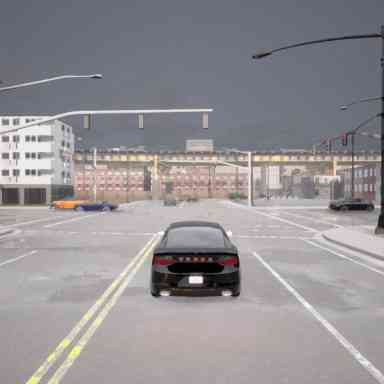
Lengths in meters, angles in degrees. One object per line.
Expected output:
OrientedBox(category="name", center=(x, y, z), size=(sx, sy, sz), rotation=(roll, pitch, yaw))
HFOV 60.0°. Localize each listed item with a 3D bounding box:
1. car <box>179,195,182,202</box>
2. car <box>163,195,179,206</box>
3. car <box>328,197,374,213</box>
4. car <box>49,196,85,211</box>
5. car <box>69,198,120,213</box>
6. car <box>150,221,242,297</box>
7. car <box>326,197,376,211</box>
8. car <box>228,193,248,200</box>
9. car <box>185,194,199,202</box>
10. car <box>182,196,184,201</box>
OrientedBox(category="car", center=(-3.545, 1.478, 64.061), size=(1.882, 1.535, 5.008), rotation=(0, 0, 1))
OrientedBox(category="car", center=(-3.569, 1.505, 54.848), size=(1.837, 1.490, 4.892), rotation=(0, 0, 0))
OrientedBox(category="car", center=(17.062, 1.434, 35.471), size=(4.181, 1.385, 1.994), rotation=(-1, 0, 1))
OrientedBox(category="car", center=(-14.779, 1.352, 40.241), size=(4.553, 1.767, 2.097), rotation=(0, 0, 2))
OrientedBox(category="car", center=(-10.533, 1.591, 36.638), size=(4.718, 1.301, 1.895), rotation=(0, 0, 2))
OrientedBox(category="car", center=(0.082, 1.478, 8.636), size=(1.882, 1.535, 5.008), rotation=(0, 0, 0))
OrientedBox(category="car", center=(18.531, 1.347, 38.943), size=(4.902, 1.511, 2.128), rotation=(-1, 0, 1))
OrientedBox(category="car", center=(12.890, 1.225, 93.102), size=(5.566, 2.045, 2.150), rotation=(0, 0, -24))
OrientedBox(category="car", center=(0.424, 1.355, 77.493), size=(2.097, 1.767, 4.553), rotation=(0, 0, 11))
OrientedBox(category="car", center=(-3.478, 1.355, 74.114), size=(2.097, 1.767, 4.553), rotation=(0, 0, 2))
